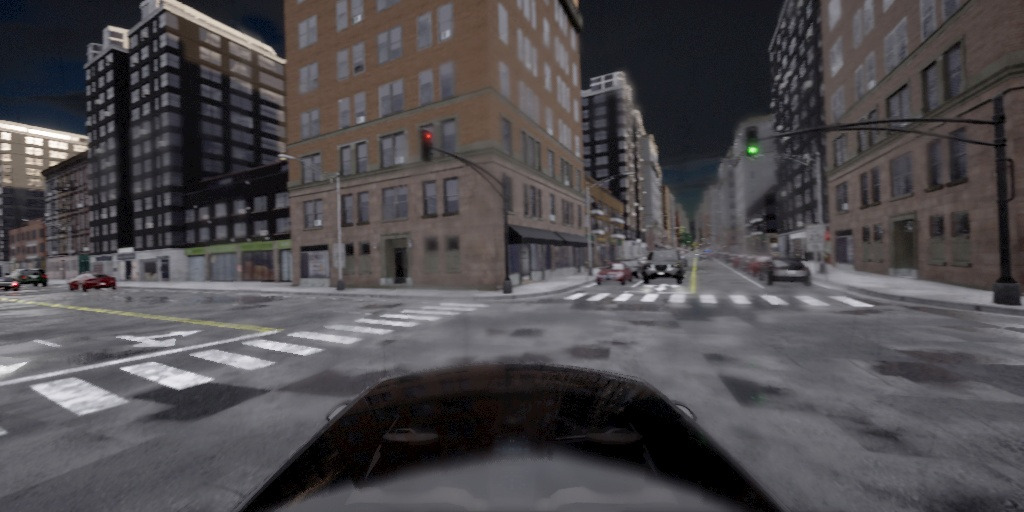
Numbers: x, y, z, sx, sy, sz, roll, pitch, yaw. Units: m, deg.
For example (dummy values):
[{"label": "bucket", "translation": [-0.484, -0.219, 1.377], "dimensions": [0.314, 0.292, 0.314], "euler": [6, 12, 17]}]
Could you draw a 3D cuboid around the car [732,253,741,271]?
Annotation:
[{"label": "car", "translation": [19.146, 0.550, 28.544], "dimensions": [2.007, 1.370, 4.403], "euler": [0, 0, 27]}]

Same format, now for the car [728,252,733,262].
[{"label": "car", "translation": [21.666, 0.443, 33.466], "dimensions": [1.888, 1.381, 4.507], "euler": [0, 0, 27]}]

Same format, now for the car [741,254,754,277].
[{"label": "car", "translation": [16.627, 0.645, 23.621], "dimensions": [1.888, 1.381, 4.507], "euler": [0, 0, 27]}]

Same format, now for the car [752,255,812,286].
[{"label": "car", "translation": [14.108, 0.767, 18.698], "dimensions": [1.948, 1.339, 4.313], "euler": [0, 0, 27]}]

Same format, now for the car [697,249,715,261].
[{"label": "car", "translation": [30.526, 0.022, 56.664], "dimensions": [2.128, 1.511, 4.902], "euler": [-2, 0, 27]}]

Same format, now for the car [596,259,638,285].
[{"label": "car", "translation": [6.523, 1.061, 22.582], "dimensions": [1.802, 1.307, 4.207], "euler": [0, 0, 27]}]

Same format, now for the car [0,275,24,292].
[{"label": "car", "translation": [-46.438, 2.613, 32.286], "dimensions": [4.718, 1.301, 1.895], "euler": [-2, 0, 27]}]

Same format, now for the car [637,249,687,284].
[{"label": "car", "translation": [9.640, 0.584, 22.694], "dimensions": [2.150, 2.045, 5.566], "euler": [-2, 0, 27]}]

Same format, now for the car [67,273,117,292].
[{"label": "car", "translation": [-35.837, 2.217, 30.575], "dimensions": [5.008, 1.535, 1.882], "euler": [-2, 0, 27]}]

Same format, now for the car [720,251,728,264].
[{"label": "car", "translation": [26.704, 0.261, 43.311], "dimensions": [1.948, 1.339, 4.313], "euler": [0, 0, 27]}]

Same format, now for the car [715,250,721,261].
[{"label": "car", "translation": [31.743, 0.041, 53.157], "dimensions": [2.007, 1.370, 4.403], "euler": [0, 0, 27]}]
